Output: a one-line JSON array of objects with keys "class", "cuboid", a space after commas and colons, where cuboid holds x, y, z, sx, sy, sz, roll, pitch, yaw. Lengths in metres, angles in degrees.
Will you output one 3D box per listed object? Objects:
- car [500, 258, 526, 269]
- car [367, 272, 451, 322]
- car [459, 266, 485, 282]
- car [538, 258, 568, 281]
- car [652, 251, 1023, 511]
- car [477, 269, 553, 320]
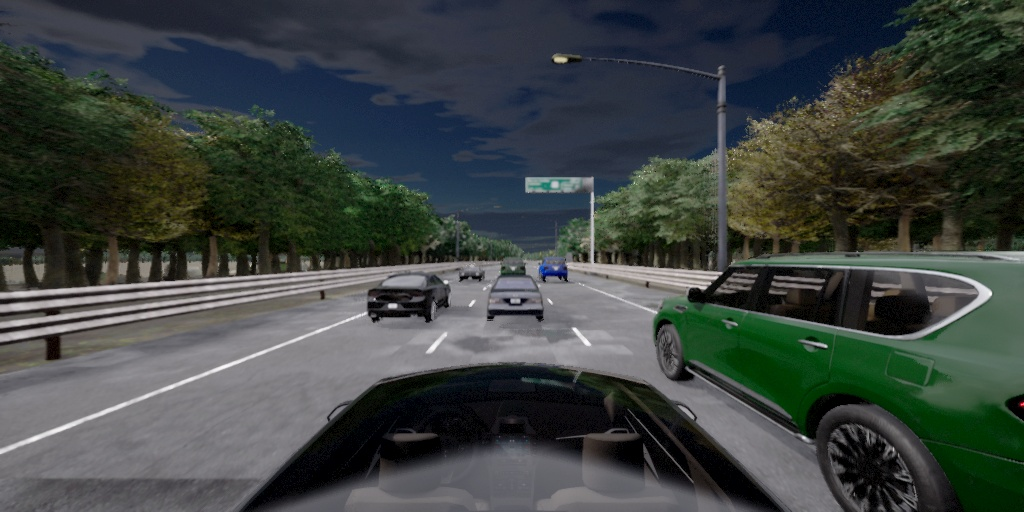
[{"class": "car", "cuboid": [0.100, 1.159, 31.928, 2.150, 2.045, 5.566, 0, 0, 0]}, {"class": "car", "cuboid": [-3.401, 1.292, 12.698, 1.882, 1.535, 5.008, 0, 0, 0]}, {"class": "car", "cuboid": [-3.401, 1.535, 31.370, 1.895, 1.301, 4.718, 0, 0, 0]}, {"class": "car", "cuboid": [3.600, 1.160, 32.023, 2.150, 2.045, 5.566, 0, 0, 0]}, {"class": "car", "cuboid": [3.589, 0.987, 4.086, 2.150, 2.045, 5.566, 0, 0, 0]}, {"class": "car", "cuboid": [0.100, 1.363, 12.875, 2.033, 1.411, 5.357, 0, 0, 0]}]
